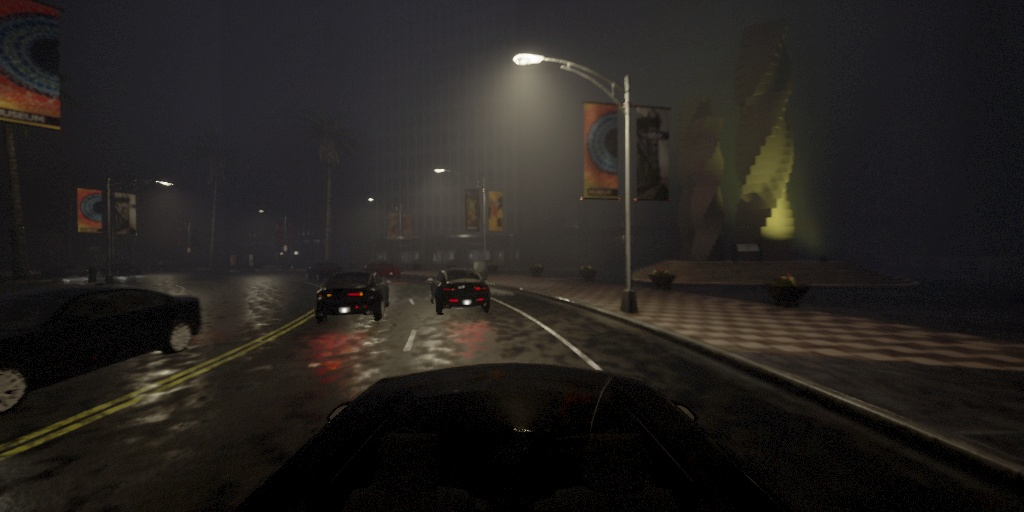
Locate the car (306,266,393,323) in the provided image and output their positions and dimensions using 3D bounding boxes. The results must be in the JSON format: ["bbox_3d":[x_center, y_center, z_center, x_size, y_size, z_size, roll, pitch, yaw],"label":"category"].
[{"bbox_3d":[-5.325,1.257,12.365,1.837,1.490,4.892,0,0,-15],"label":"car"}]

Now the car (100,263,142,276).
[{"bbox_3d":[-43.967,1.482,40.305,4.892,1.490,1.837,-1,0,20],"label":"car"}]

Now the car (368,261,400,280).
[{"bbox_3d":[-10.981,1.205,29.763,1.882,1.535,5.008,0,0,-40],"label":"car"}]

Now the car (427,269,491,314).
[{"bbox_3d":[-2.104,1.222,13.770,1.837,1.490,4.892,0,0,-16],"label":"car"}]

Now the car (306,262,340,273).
[{"bbox_3d":[-15.368,1.246,29.449,1.882,1.535,5.008,0,0,-43],"label":"car"}]

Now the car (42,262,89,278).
[{"bbox_3d":[-46.696,1.612,37.561,4.718,1.301,1.895,0,0,20],"label":"car"}]

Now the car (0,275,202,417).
[{"bbox_3d":[-7.618,1.277,5.936,1.882,1.535,5.008,0,0,-10],"label":"car"}]
